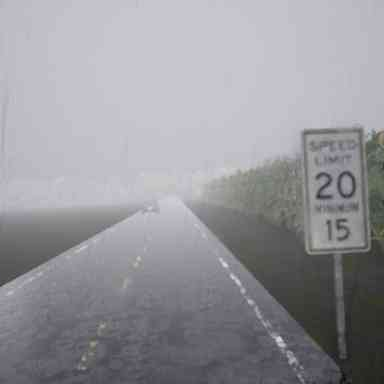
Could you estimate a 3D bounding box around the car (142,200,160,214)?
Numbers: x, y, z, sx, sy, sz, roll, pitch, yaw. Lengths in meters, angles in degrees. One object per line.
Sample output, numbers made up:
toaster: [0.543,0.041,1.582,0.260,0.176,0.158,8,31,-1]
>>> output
car: [-4.691,1.682,38.456,2.128,1.511,4.902,-3,0,-3]
